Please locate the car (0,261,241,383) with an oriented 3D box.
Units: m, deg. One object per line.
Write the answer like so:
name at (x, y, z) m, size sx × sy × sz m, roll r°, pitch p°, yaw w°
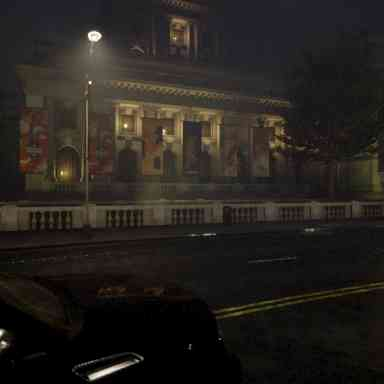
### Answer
car at (-2.214, 1.222, 1.958) m, size 5.566 × 2.045 × 2.150 m, roll 0°, pitch 0°, yaw -37°
